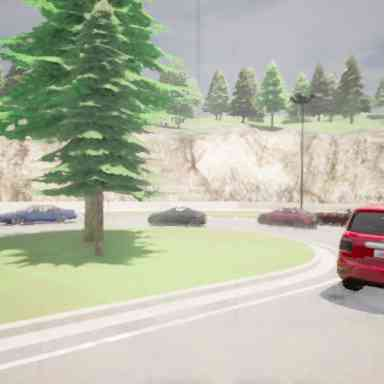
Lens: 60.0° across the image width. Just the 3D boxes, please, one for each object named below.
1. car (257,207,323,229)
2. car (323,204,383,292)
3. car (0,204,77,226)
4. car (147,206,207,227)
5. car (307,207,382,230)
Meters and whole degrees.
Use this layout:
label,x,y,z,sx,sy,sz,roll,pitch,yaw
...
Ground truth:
label,x,y,z,sx,sy,sz,roll,pitch,yaw
car,6.844,1.793,23.984,4.181,1.385,1.994,0,-1,44
car,5.572,1.330,8.320,2.150,2.045,5.566,1,0,45
car,-11.170,1.604,24.047,5.357,1.411,2.033,1,-1,-43
car,-1.053,1.716,23.735,4.181,1.385,1.994,0,-1,10
car,11.154,1.876,24.606,1.895,1.301,4.718,1,-1,-37
